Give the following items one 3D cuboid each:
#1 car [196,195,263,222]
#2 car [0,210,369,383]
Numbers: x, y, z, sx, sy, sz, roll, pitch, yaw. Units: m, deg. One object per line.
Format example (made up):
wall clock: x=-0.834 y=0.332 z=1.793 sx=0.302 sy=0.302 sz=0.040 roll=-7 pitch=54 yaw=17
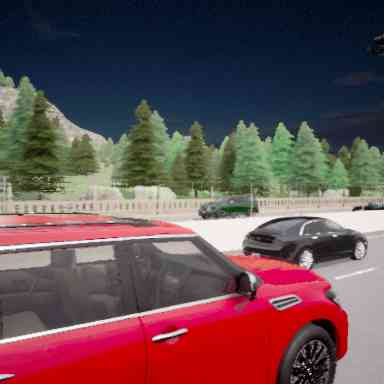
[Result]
car: x=3.188 y=1.270 z=27.752 sx=5.566 sy=2.045 sz=2.150 roll=0 pitch=0 yaw=-35
car: x=-0.845 y=1.225 z=3.158 sx=5.566 sy=2.045 sz=2.150 roll=0 pitch=0 yaw=-35
